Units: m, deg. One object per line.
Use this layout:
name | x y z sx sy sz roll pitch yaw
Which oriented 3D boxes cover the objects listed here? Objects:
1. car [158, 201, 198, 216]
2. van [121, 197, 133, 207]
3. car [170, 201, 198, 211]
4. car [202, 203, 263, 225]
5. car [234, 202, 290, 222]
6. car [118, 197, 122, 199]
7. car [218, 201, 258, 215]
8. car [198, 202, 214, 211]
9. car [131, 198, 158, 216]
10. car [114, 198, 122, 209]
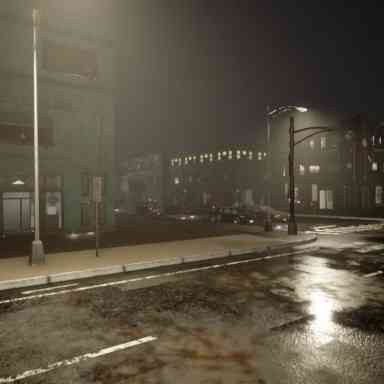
car | -1.643 1.921 37.725 1.994 1.385 4.181 -1 0 -35
van | -10.835 1.905 60.596 1.690 1.788 3.998 -1 0 -35
car | -1.199 1.965 47.068 1.802 1.307 4.206 -2 0 -35
car | 3.133 1.813 26.322 1.947 1.339 4.313 -2 0 -35
car | 5.539 1.764 27.634 2.033 1.411 5.357 -1 0 -36
car | -14.046 1.938 65.105 2.192 1.841 5.009 -1 0 -35
car | 5.220 1.808 38.050 2.008 1.369 4.403 -2 0 -35
car | 2.010 1.903 42.559 1.802 1.307 4.206 -2 0 -35
car | -4.819 1.845 37.697 1.967 1.590 4.097 -1 0 -35
car | -14.163 2.144 55.478 2.033 1.411 5.357 -1 0 -35
